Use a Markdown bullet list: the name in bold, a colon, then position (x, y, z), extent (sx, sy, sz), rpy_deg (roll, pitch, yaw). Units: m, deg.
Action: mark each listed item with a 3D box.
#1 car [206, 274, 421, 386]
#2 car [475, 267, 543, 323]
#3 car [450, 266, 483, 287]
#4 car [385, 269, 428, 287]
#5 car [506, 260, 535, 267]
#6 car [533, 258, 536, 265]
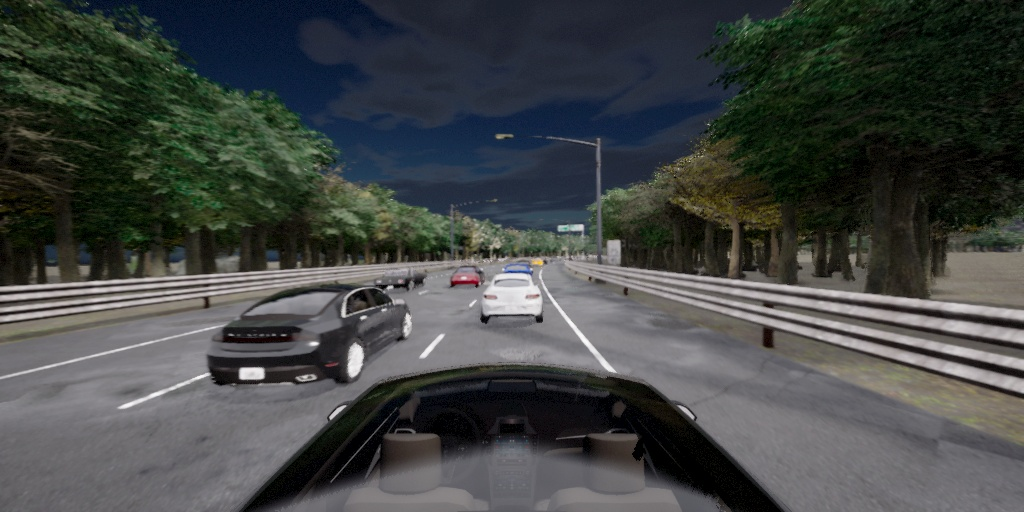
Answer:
- **car**: position (-3.412, 1.297, 7.122), extent (1.837, 1.490, 4.892), rpy_deg (-1, 0, 0)
- **car**: position (0.017, 1.284, 12.136), extent (1.812, 1.442, 4.674), rpy_deg (-1, 0, 1)
- **car**: position (-2.979, 1.359, 24.892), extent (1.994, 1.385, 4.181), rpy_deg (-1, 0, 2)
- **car**: position (-6.618, 1.435, 21.979), extent (1.895, 1.301, 4.718), rpy_deg (-1, 0, 2)
- **car**: position (0.349, 1.236, 23.615), extent (1.882, 1.535, 5.008), rpy_deg (-1, 0, 2)
- **car**: position (1.332, 1.257, 39.263), extent (1.837, 1.490, 4.892), rpy_deg (-1, 0, 5)
